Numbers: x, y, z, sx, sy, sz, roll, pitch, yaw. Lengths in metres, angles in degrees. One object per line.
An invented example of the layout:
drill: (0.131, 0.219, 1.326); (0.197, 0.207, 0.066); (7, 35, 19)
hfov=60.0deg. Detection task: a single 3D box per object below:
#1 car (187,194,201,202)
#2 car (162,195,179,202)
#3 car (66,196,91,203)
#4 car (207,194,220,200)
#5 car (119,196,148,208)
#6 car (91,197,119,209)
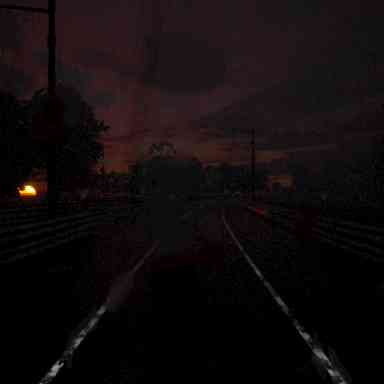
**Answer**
car: (0.420, 1.210, 71.176); (2.097, 1.767, 4.553); (0, 0, 15)
car: (-4.049, 1.374, 67.821); (1.812, 1.442, 4.674); (0, 0, 14)
car: (-13.878, 1.301, 41.914); (1.837, 1.490, 4.892); (0, 0, 13)
car: (6.310, 1.450, 92.196); (1.994, 1.385, 4.181); (0, 0, 17)
car: (-6.846, 1.300, 41.292); (1.837, 1.490, 4.892); (0, 0, 13)
car: (-10.362, 1.358, 41.596); (1.994, 1.385, 4.181); (0, 0, 13)
